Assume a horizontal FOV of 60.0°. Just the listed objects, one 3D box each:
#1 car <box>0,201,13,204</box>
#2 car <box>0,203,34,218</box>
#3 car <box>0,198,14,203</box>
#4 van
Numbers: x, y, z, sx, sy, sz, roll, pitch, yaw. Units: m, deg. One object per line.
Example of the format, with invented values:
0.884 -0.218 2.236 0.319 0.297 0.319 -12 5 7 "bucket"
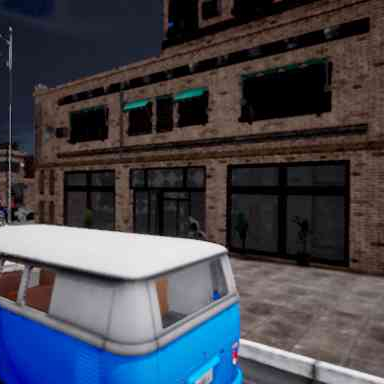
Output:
-20.218 1.832 32.201 1.994 1.385 4.181 1 0 36 "car"
-14.554 1.916 30.126 1.947 1.339 4.313 0 0 36 "car"
-21.311 1.569 35.082 2.192 1.841 5.009 0 0 36 "car"
-1.413 1.354 3.864 3.998 1.788 1.690 0 1 36 "van"
